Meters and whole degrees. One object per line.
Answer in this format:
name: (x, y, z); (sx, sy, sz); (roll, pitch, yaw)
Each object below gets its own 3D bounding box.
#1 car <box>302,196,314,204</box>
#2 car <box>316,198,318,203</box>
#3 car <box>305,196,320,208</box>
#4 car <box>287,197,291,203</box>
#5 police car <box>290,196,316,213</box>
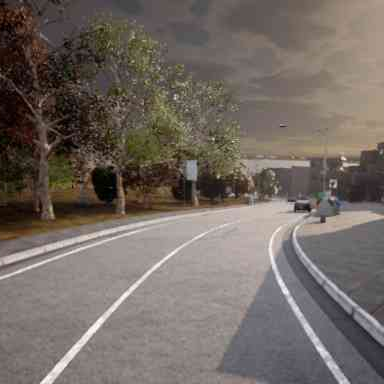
car: (26.526, 1.788, 76.461); (2.128, 1.511, 4.902); (2, 0, 14)
car: (18.313, 1.784, 51.532); (1.801, 1.575, 5.366); (3, 1, 24)
car: (20.693, 1.716, 56.857); (2.097, 1.767, 4.553); (3, 1, 24)
car: (21.761, 1.794, 72.717); (1.895, 1.301, 4.718); (2, 0, 18)
police car: (14.177, 1.687, 42.289); (1.930, 1.638, 5.238); (3, 1, 24)
